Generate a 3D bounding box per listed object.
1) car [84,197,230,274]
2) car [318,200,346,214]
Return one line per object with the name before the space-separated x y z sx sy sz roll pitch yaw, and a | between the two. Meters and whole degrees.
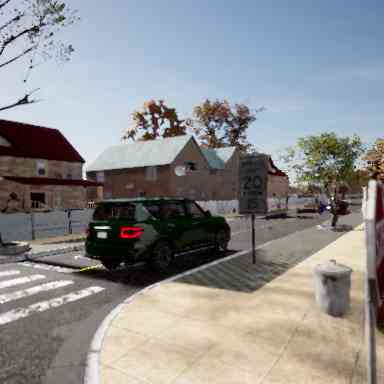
car | -0.814 1.189 10.760 2.150 2.045 5.566 -2 -1 34
car | 13.920 1.435 32.913 1.994 1.385 4.181 -2 -1 34
